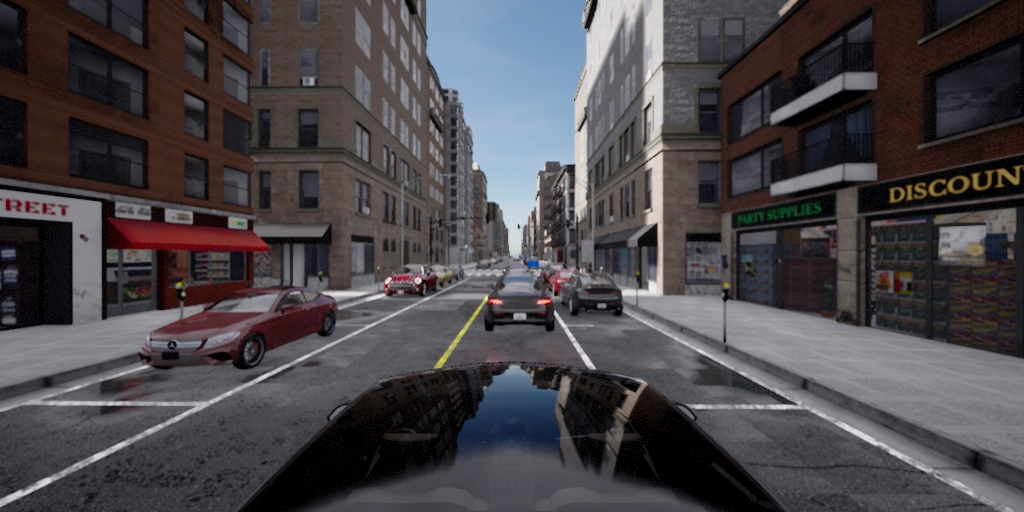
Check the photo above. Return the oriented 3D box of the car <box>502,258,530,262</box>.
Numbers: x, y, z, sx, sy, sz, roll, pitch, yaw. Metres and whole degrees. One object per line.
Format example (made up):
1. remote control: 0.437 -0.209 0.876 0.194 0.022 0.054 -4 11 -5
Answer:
1. car: 0.446 1.174 31.205 1.801 1.575 5.366 0 0 3

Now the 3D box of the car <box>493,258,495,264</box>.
1. car: -4.568 1.228 62.544 1.888 1.381 4.507 0 0 1

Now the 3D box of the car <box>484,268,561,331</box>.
1. car: 0.214 1.266 10.799 1.812 1.442 4.674 0 0 1

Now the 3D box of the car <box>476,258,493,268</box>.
1. car: -4.646 1.240 56.863 2.007 1.370 4.403 0 0 1

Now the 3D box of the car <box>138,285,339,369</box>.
1. car: -5.323 1.326 7.712 1.802 1.307 4.207 0 0 1

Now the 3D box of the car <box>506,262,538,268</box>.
1. car: 0.348 1.255 20.794 1.812 1.442 4.674 0 0 1

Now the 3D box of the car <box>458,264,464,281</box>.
1. car: -5.019 1.270 29.784 2.007 1.370 4.403 0 0 1

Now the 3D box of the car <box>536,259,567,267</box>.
1. car: 2.929 1.166 24.164 1.967 1.591 4.097 0 0 1

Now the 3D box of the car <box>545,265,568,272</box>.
1. car: 2.853 1.314 18.645 1.802 1.307 4.207 0 0 1

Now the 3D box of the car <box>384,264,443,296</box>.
1. car: -5.171 1.172 18.749 1.967 1.591 4.097 0 0 1

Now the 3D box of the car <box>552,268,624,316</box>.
1. car: 2.777 1.288 13.127 2.007 1.370 4.403 0 0 1

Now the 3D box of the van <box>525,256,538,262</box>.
1. van: 3.378 1.030 56.761 1.690 1.789 3.998 0 0 1

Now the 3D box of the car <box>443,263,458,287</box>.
1. car: -5.097 1.251 24.096 1.751 1.417 4.829 0 0 1
